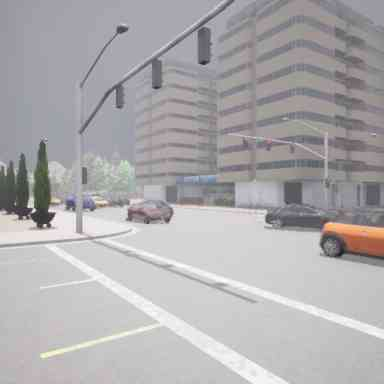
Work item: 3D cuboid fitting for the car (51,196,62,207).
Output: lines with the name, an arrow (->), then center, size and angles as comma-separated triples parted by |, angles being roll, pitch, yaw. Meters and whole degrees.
car -> -21.478, 1.478, 50.851 | 1.882, 1.535, 5.008 | 0, 1, -34

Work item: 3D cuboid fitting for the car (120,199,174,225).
car -> -3.333, 1.526, 24.661 | 1.812, 1.442, 4.674 | 0, 0, -35

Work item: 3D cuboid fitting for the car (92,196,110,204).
car -> -17.475, 1.505, 63.776 | 1.837, 1.490, 4.892 | 0, 0, -33

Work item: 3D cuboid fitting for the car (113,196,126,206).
car -> -12.116, 1.352, 49.930 | 2.097, 1.767, 4.553 | 0, 0, -35

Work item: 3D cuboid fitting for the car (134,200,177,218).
car -> -3.501, 1.505, 31.039 | 1.837, 1.490, 4.892 | 0, 0, -35

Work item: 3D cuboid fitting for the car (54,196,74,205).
car -> -22.682, 1.515, 58.829 | 2.128, 1.511, 4.902 | 0, 0, -35

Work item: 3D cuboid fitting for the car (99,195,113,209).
car -> -12.720, 1.477, 44.322 | 1.882, 1.535, 5.008 | 0, 0, -35

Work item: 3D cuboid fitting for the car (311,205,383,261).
car -> 6.479, 1.352, 10.536 | 2.097, 1.767, 4.553 | 0, 0, -35

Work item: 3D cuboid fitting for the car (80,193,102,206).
car -> -17.660, 1.221, 57.903 | 2.150, 2.045, 5.566 | 0, 0, -34

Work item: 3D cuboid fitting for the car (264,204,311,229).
car -> 6.781, 1.505, 19.906 | 4.892, 1.490, 1.837 | 0, 1, 33

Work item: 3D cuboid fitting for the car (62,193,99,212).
car -> -13.052, 1.224, 38.665 | 2.150, 2.045, 5.566 | 0, 0, -35
